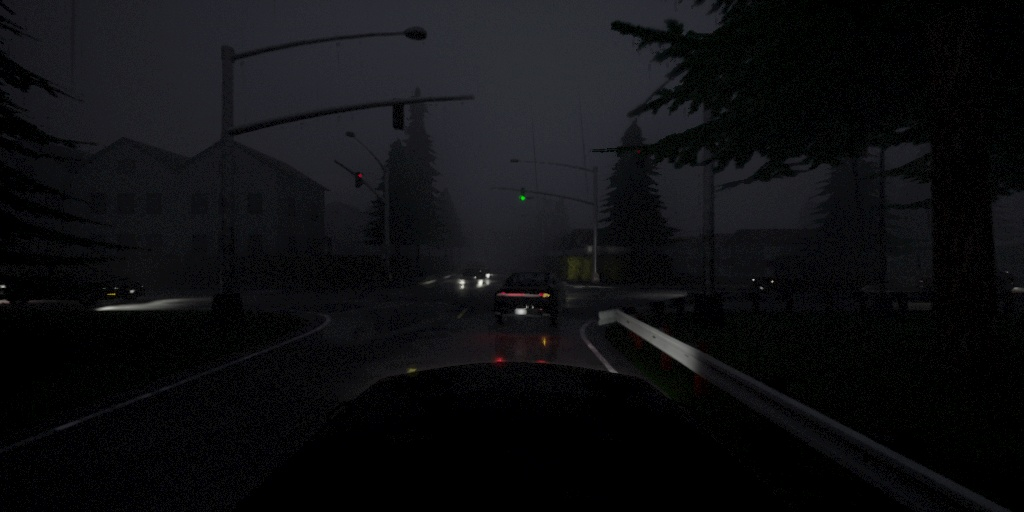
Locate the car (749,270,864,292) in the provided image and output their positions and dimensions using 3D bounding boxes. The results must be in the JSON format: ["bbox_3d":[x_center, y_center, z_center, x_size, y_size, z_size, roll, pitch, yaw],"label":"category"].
[{"bbox_3d":[15.338,1.375,18.876,4.718,1.301,1.895,0,0,1],"label":"car"}]

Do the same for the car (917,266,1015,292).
[{"bbox_3d":[24.666,1.253,19.525,5.008,1.535,1.882,0,0,-15],"label":"car"}]

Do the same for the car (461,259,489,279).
[{"bbox_3d":[-3.559,1.304,34.345,1.882,1.535,5.008,0,0,0],"label":"car"}]

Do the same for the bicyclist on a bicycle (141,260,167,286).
[{"bbox_3d":[-22.914,1.086,22.989,0.582,1.620,1.656,0,0,0],"label":"bicyclist on a bicycle"}]

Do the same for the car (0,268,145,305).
[{"bbox_3d":[-18.790,1.272,15.474,4.892,1.490,1.837,0,0,0],"label":"car"}]

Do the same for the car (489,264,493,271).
[{"bbox_3d":[-3.546,1.375,44.042,1.812,1.442,4.674,0,0,0],"label":"car"}]

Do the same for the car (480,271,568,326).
[{"bbox_3d":[0.752,1.260,11.888,2.128,1.511,4.902,0,0,12],"label":"car"}]

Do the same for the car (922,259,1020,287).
[{"bbox_3d":[32.503,1.148,25.659,2.097,1.767,4.553,0,0,17],"label":"car"}]
